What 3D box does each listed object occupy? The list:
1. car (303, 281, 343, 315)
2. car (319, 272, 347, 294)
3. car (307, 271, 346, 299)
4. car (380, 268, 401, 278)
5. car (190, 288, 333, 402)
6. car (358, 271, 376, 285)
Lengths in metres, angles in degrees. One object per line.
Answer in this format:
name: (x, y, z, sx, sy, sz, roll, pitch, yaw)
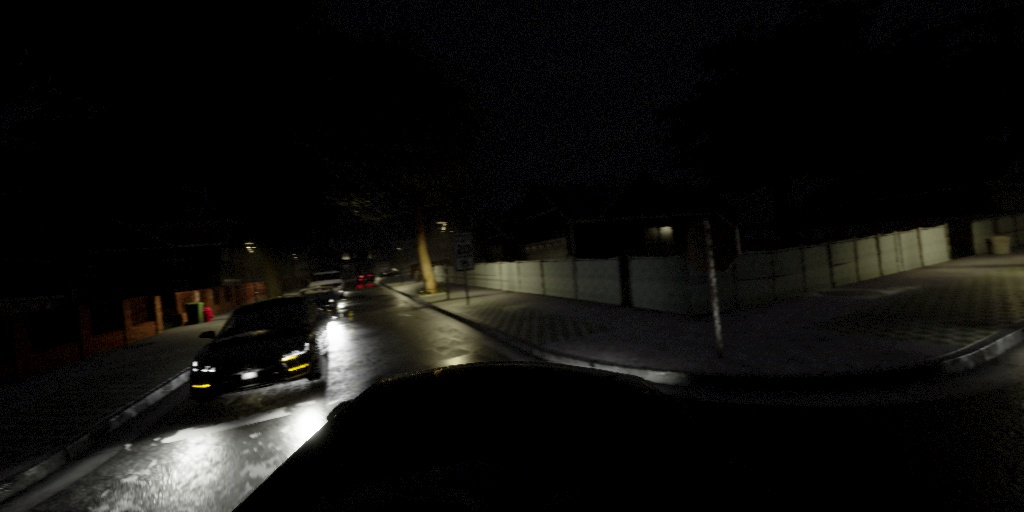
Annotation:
car: (-9.559, 2.206, 17.591, 1.895, 1.301, 4.718, -6, 0, -24)
car: (-17.831, 2.606, 35.871, 2.097, 1.767, 4.553, -6, 1, -24)
car: (-13.746, 2.171, 26.746, 2.150, 2.045, 5.566, -6, 0, -25)
car: (-19.006, 2.604, 56.191, 1.994, 1.385, 4.181, -6, 1, 7)
car: (-5.155, 1.730, 7.853, 1.837, 1.490, 4.892, -6, 0, -24)
car: (-18.508, 2.687, 45.726, 2.128, 1.511, 4.902, -6, 1, -17)
